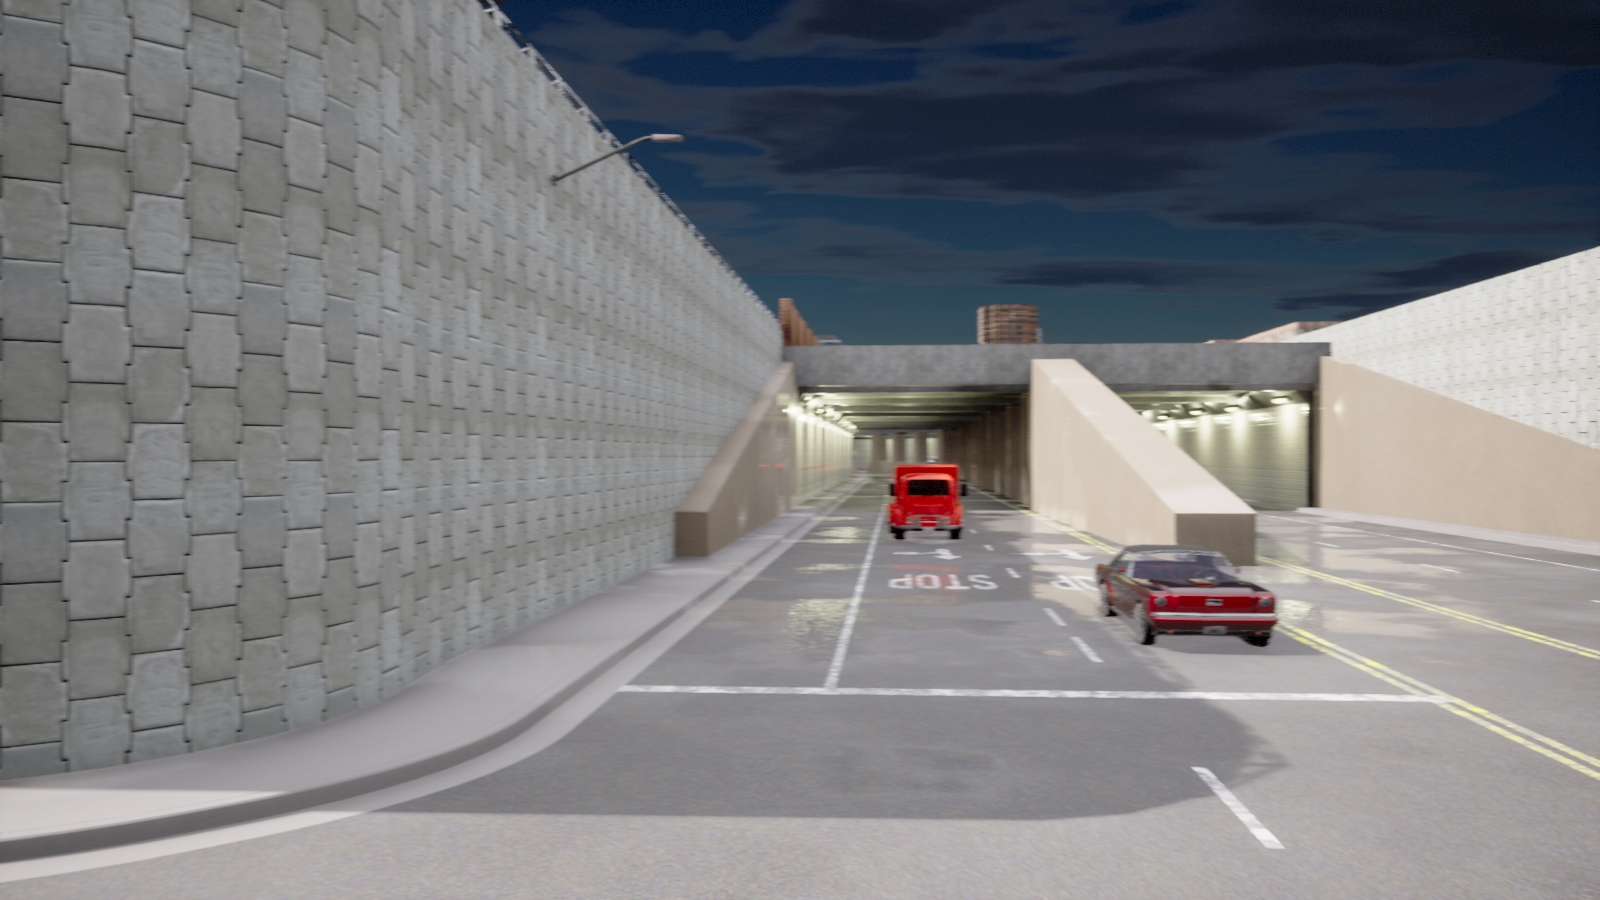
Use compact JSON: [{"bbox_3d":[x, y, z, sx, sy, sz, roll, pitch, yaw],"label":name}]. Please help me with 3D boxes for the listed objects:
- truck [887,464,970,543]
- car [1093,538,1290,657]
[{"bbox_3d":[4.275,1.732,38.905,2.627,2.467,5.204,0,0,4],"label":"truck"},{"bbox_3d":[6.050,2.228,18.276,1.895,1.301,4.718,0,0,5],"label":"car"}]
